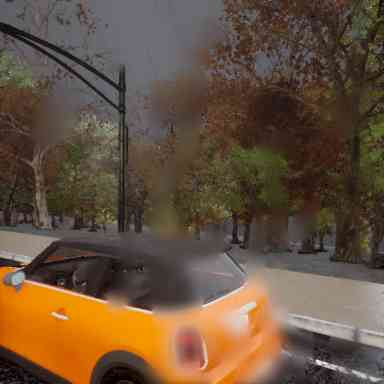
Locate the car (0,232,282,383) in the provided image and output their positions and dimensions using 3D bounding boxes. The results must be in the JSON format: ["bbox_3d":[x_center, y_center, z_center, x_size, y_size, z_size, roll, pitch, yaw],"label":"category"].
[{"bbox_3d":[-1.231,1.351,4.574,4.553,1.767,2.097,0,0,36],"label":"car"}]
